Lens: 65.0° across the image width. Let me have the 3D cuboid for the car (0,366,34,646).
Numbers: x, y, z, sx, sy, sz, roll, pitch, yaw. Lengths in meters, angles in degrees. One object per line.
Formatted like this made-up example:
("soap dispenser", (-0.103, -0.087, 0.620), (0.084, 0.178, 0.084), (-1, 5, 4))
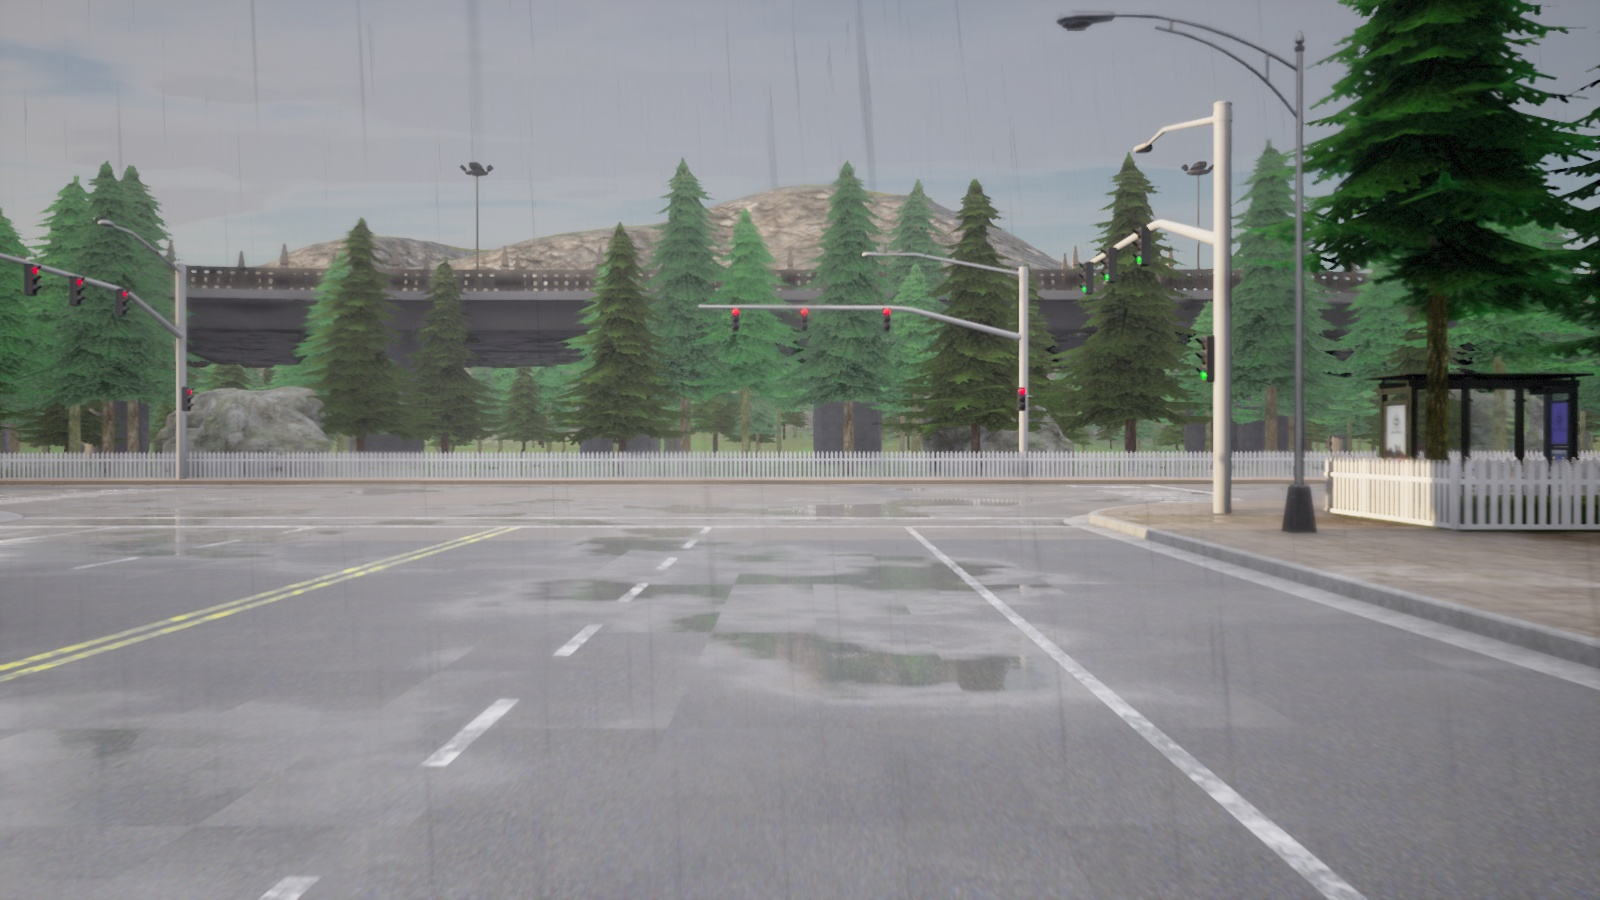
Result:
("car", (-6.946, 0.421, 6.812), (2.150, 2.045, 5.566), (0, 0, 0))
